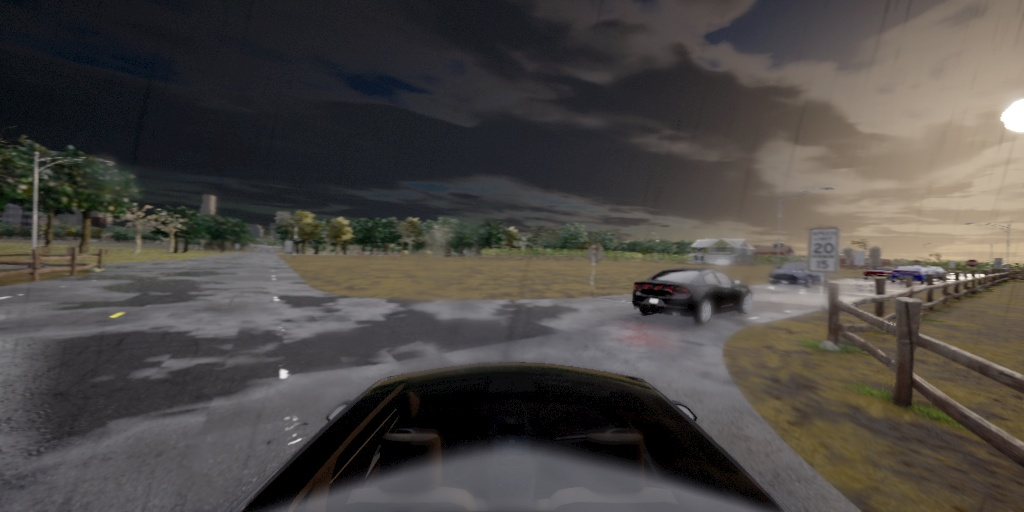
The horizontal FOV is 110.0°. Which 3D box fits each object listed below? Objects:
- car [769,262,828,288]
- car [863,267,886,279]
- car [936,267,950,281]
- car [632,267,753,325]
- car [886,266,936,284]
[{"bbox_3d":[19.477,1.162,24.344,4.553,1.767,2.097,1,1,-34],"label":"car"},{"bbox_3d":[37.617,1.741,36.557,4.718,1.301,1.895,1,1,-34],"label":"car"},{"bbox_3d":[43.653,1.813,37.327,4.674,1.442,1.812,1,1,-34],"label":"car"},{"bbox_3d":[5.837,1.107,11.370,5.008,1.535,1.882,1,0,-38],"label":"car"},{"bbox_3d":[34.993,1.595,31.389,5.008,1.535,1.882,1,1,-34],"label":"car"}]
